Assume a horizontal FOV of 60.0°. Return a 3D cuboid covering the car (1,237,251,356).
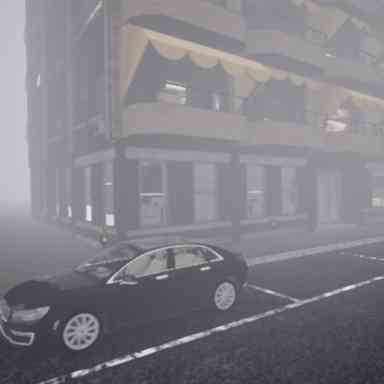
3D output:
[{"bbox_3d":[-0.888,1.539,5.948,4.403,1.369,2.008,0,-1,-35],"label":"car"}]
